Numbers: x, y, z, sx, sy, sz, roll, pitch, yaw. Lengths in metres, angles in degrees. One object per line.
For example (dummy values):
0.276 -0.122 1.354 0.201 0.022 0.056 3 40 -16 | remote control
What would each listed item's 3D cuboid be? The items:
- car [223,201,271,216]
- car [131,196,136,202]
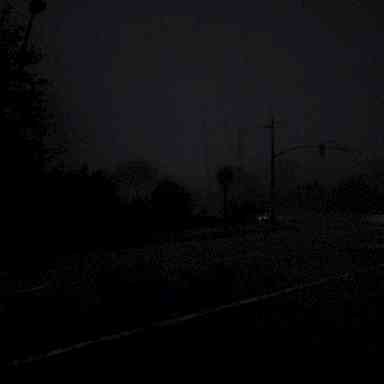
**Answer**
5.185 1.535 32.078 2.033 1.411 5.357 0 0 -32 | car
-8.324 1.386 53.393 1.812 1.442 4.674 0 1 -33 | car
